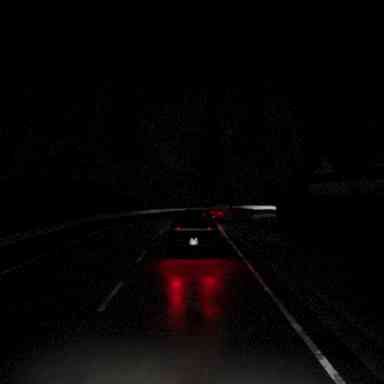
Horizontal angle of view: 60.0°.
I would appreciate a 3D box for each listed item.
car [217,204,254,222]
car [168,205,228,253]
[{"bbox_3d":[3.082,1.590,26.614,1.895,1.301,4.718,0,0,40],"label":"car"},{"bbox_3d":[0.084,1.492,13.613,2.128,1.511,4.902,0,0,1],"label":"car"}]
